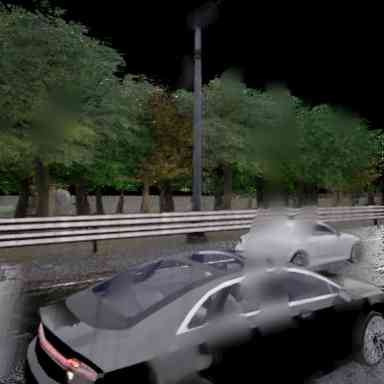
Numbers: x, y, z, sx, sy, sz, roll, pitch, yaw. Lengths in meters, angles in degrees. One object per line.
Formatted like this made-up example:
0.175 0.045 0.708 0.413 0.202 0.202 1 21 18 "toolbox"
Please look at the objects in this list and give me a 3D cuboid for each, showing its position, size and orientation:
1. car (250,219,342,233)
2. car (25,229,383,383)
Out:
3.449 1.569 10.391 4.674 1.442 1.812 0 0 -35 "car"
0.652 1.505 4.173 4.902 1.511 2.128 0 0 -35 "car"
